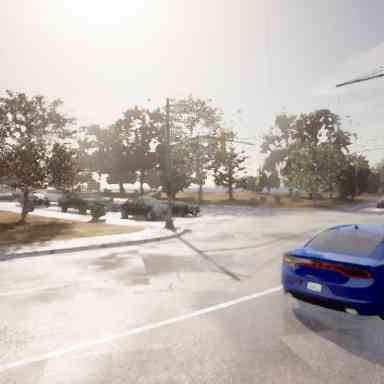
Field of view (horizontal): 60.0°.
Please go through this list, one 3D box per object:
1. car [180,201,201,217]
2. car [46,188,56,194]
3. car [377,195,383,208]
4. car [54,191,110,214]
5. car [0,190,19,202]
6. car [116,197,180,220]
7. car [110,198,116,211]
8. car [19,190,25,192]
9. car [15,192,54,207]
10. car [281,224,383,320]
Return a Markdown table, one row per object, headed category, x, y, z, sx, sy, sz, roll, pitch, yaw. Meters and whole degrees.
| category | x | y | z | sx | sy | sz | roll | pitch | yaw |
| --- | --- | --- | --- | --- | --- | --- | --- | --- | --- |
| car | -1.471 | 1.404 | 29.232 | 4.718 | 1.301 | 1.895 | 0 | 1 | 40 |
| car | -16.477 | 0.588 | 41.870 | 5.566 | 2.045 | 2.150 | 3 | 3 | 40 |
| car | 21.049 | 0.968 | 35.383 | 1.812 | 1.442 | 4.674 | 0 | 1 | 39 |
| car | -10.805 | 0.958 | 32.508 | 5.566 | 2.045 | 2.150 | 2 | 2 | 40 |
| car | -26.271 | 0.548 | 45.604 | 5.357 | 1.411 | 2.033 | 3 | 3 | 40 |
| car | -3.584 | 1.217 | 26.421 | 4.553 | 1.767 | 2.097 | 0 | 1 | 40 |
| car | -8.427 | 1.281 | 35.087 | 4.718 | 1.301 | 1.895 | 2 | 2 | 40 |
| car | -24.514 | 0.389 | 48.698 | 5.008 | 1.535 | 1.882 | 4 | 3 | 42 |
| car | -18.474 | 1.041 | 38.987 | 4.718 | 1.301 | 1.895 | 3 | 3 | 40 |
| car | 3.981 | 1.444 | 7.306 | 5.008 | 1.535 | 1.882 | -1 | 0 | -40 |
